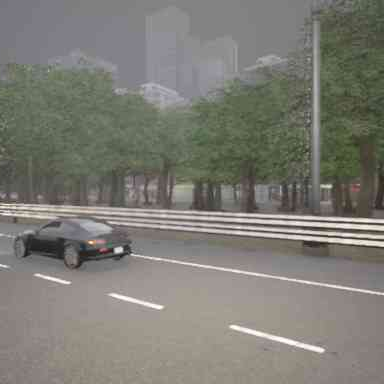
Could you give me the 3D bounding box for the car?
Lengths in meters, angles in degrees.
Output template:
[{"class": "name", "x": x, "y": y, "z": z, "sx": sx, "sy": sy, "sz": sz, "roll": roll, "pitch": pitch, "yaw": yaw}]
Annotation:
[{"class": "car", "x": -4.010, "y": 1.531, "z": 11.027, "sx": 4.674, "sy": 1.442, "sz": 1.812, "roll": 0, "pitch": 0, "yaw": 36}]
